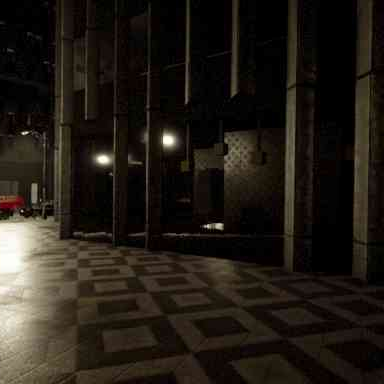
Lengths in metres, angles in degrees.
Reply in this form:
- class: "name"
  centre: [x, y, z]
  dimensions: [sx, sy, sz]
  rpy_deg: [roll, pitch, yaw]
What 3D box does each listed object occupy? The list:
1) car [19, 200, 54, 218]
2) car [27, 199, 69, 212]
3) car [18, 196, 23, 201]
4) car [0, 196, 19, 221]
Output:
- class: "car"
  centre: [-13.870, 1.742, 31.235]
  dimensions: [1.947, 1.339, 4.313]
  rpy_deg: [1, 0, 35]
- class: "car"
  centre: [-17.569, 1.634, 40.770]
  dimensions: [1.947, 1.339, 4.313]
  rpy_deg: [1, 0, 35]
- class: "car"
  centre: [-20.823, 1.354, 36.162]
  dimensions: [2.192, 1.841, 5.009]
  rpy_deg: [1, 0, 35]
- class: "car"
  centre: [-17.124, 1.463, 26.625]
  dimensions: [2.192, 1.841, 5.009]
  rpy_deg: [1, 0, 35]
